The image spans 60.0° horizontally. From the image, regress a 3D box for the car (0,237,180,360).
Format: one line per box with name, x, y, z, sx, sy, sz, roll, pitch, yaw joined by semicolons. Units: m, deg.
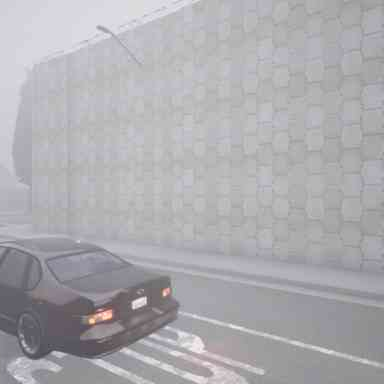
car;-2.760;1.547;5.950;5.357;1.411;2.033;0;0;35
